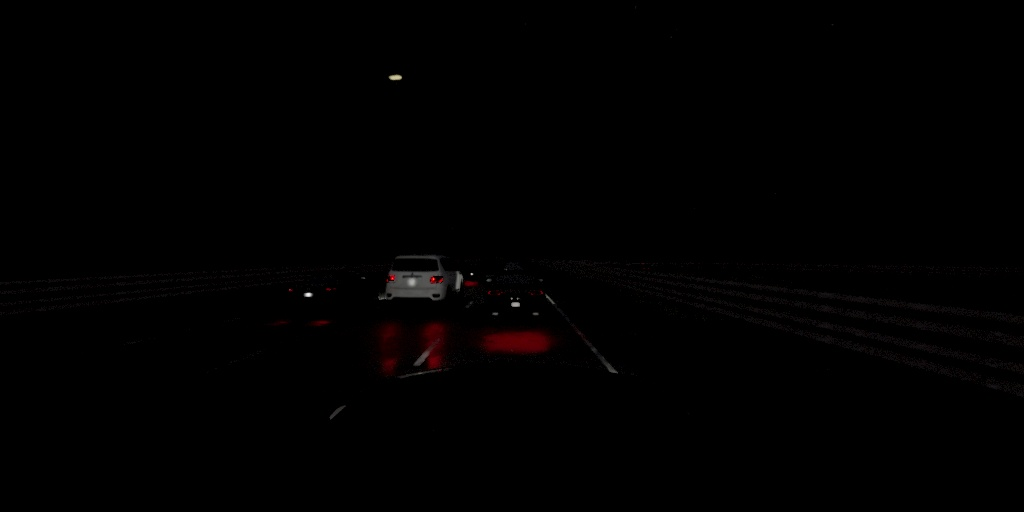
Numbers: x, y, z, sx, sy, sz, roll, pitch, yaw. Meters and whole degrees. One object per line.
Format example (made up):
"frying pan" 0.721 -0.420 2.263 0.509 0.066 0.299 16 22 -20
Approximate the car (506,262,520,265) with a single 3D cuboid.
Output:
"car" 0.108 1.302 33.561 1.812 1.442 4.674 0 0 0

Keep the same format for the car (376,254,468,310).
"car" -3.381 0.962 14.800 2.150 2.045 5.566 1 0 0

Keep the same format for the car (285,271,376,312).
"car" -6.903 1.288 14.161 1.994 1.385 4.181 0 0 0

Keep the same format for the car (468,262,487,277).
"car" -3.390 1.280 32.729 1.837 1.490 4.892 0 0 0

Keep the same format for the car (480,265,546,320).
"car" 0.105 1.232 12.682 1.882 1.535 5.008 0 0 0
